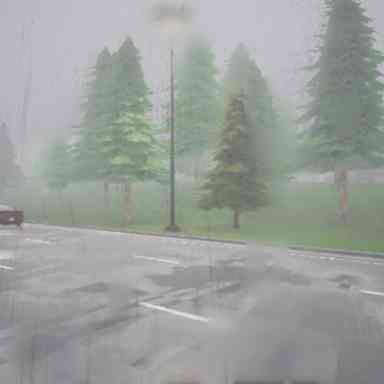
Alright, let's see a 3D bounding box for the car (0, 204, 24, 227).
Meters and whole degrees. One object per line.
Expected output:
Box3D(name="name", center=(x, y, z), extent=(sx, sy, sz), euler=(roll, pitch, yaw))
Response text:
Box3D(name="car", center=(-13.081, 1.519, 21.901), extent=(5.008, 1.535, 1.882), euler=(0, 0, 35))
